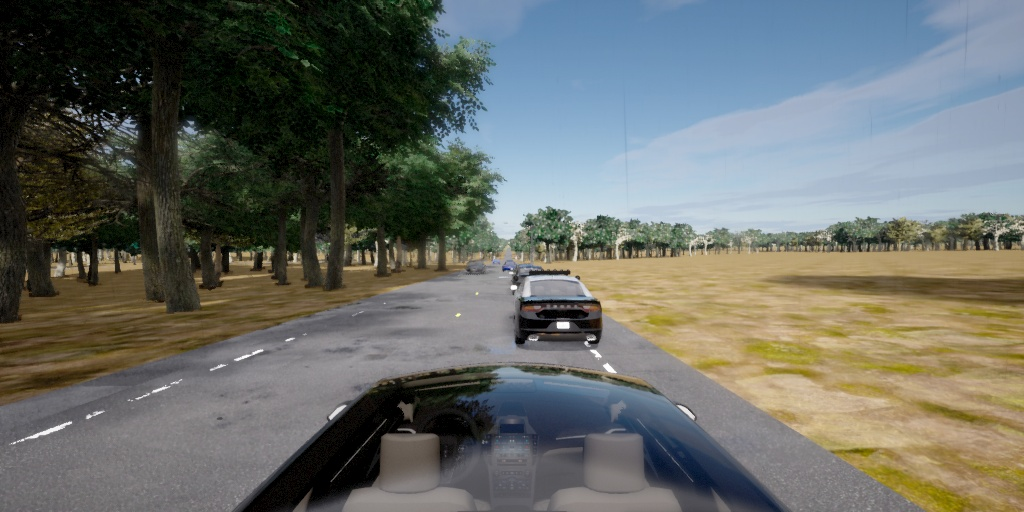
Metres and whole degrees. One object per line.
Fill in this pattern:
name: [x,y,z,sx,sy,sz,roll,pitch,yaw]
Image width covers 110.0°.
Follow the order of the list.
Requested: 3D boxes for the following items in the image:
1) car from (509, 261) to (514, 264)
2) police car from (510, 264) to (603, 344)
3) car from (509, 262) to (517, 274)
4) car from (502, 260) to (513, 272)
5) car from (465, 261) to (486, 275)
car: [0.893,1.279,25.596,1.812,1.442,4.674,0,0,0]
police car: [0.998,1.173,9.701,1.930,1.638,5.238,0,0,0]
car: [0.932,1.256,19.593,1.837,1.490,4.892,0,0,0]
car: [-0.273,1.347,47.289,1.994,1.385,4.181,0,0,0]
car: [-3.842,1.270,38.578,1.837,1.490,4.892,0,0,0]
